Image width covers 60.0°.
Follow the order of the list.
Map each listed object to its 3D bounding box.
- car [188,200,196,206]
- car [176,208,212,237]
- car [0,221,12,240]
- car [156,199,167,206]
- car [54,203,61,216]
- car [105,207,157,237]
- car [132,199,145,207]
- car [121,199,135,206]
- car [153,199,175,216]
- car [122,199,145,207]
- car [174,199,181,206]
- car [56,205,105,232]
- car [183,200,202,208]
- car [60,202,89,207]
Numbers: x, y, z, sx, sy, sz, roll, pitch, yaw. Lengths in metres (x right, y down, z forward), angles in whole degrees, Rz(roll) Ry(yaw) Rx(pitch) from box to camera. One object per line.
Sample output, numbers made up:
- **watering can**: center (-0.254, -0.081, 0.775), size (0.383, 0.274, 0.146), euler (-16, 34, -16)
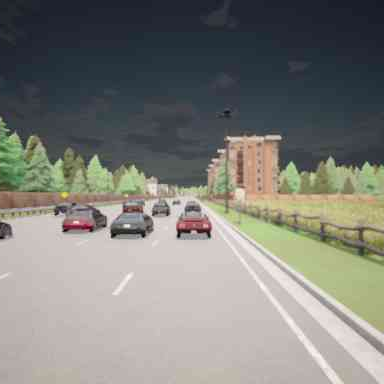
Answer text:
- **car**: center (-0.001, 2.405, 76.381), size (1.895, 1.301, 4.718), euler (0, -1, 0)
- **car**: center (0.103, 1.808, 19.451), size (1.895, 1.301, 4.718), euler (0, -1, 0)
- **car**: center (-10.397, 1.731, 15.693), size (1.994, 1.385, 4.181), euler (0, -1, 0)
- **car**: center (-7.004, 2.353, 76.769), size (2.033, 1.411, 5.357), euler (0, -1, 0)
- **car**: center (-13.894, 1.903, 37.527), size (1.837, 1.490, 4.892), euler (0, -1, 0)
- **car**: center (-3.397, 1.770, 19.386), size (1.994, 1.385, 4.181), euler (0, -1, 0)
- **car**: center (-10.490, 2.172, 65.521), size (1.882, 1.535, 5.008), euler (0, -1, 0)
- **car**: center (-13.990, 2.314, 73.053), size (2.033, 1.411, 5.357), euler (0, -1, 0)
- **car**: center (-3.394, 1.889, 37.423), size (2.128, 1.511, 4.902), euler (0, -1, 0)
- **car**: center (-6.893, 1.892, 39.023), size (1.882, 1.535, 5.008), euler (0, -1, 0)
- **car**: center (-3.501, 2.334, 76.352), size (2.128, 1.511, 4.902), euler (0, -1, 0)
- **car**: center (-6.896, 1.796, 21.807), size (1.994, 1.385, 4.181), euler (0, -1, 0)
- **car**: center (0.106, 1.903, 37.496), size (1.837, 1.490, 4.892), euler (0, -1, 0)
- **car**: center (-10.394, 1.887, 31.998), size (2.033, 1.411, 5.357), euler (0, -1, 0)
